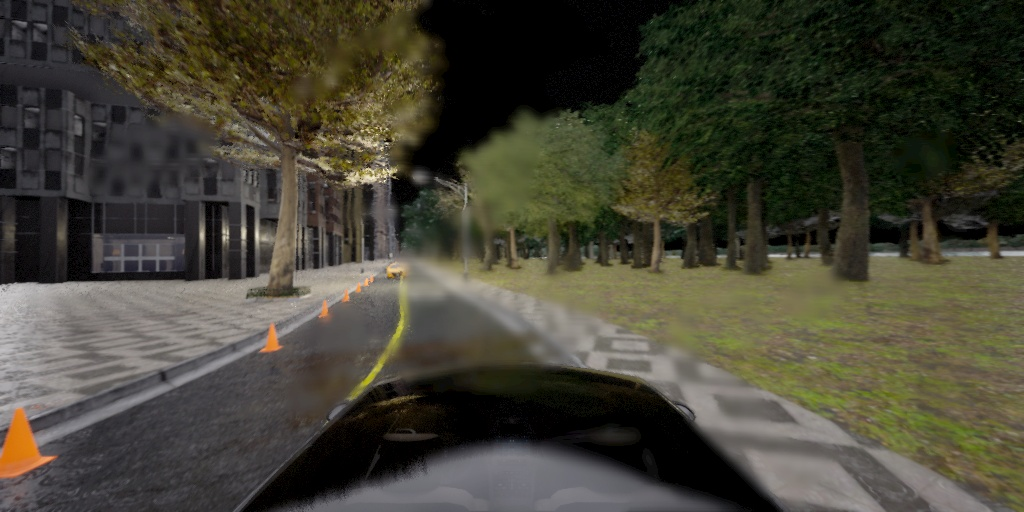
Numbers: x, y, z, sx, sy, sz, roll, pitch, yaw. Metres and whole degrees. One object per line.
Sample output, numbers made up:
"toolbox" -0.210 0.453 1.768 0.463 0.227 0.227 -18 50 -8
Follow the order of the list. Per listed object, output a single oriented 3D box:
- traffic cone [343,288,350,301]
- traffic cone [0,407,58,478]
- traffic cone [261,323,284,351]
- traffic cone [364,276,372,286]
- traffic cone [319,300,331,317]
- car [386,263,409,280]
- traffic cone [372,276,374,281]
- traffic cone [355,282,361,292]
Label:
"traffic cone" -8.079 1.882 17.509 0.340 0.580 0.340 0 0 -17
"traffic cone" -4.855 1.796 3.538 0.340 0.580 0.340 0 0 -4
"traffic cone" -5.448 1.820 8.157 0.340 0.580 0.340 0 0 -11
"traffic cone" -10.986 1.931 27.078 0.340 0.580 0.340 0 0 -17
"traffic cone" -6.627 1.850 12.724 0.340 0.580 0.340 0 0 -17
"car" -11.283 1.450 35.389 1.882 1.535 5.008 -1 0 -18
"traffic cone" -12.440 1.947 31.864 0.340 0.580 0.340 0 0 -17
"traffic cone" -9.532 1.912 22.294 0.340 0.580 0.340 0 0 -17
